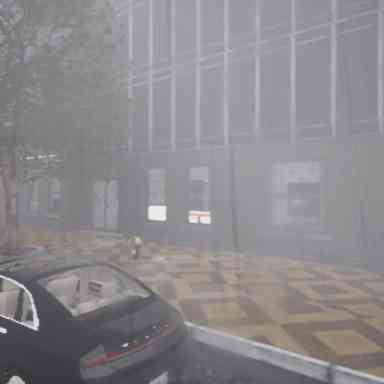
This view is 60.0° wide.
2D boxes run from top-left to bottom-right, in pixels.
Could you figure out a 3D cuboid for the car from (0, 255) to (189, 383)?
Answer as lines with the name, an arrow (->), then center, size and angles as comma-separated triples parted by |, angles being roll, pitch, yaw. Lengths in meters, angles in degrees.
car -> -2.091, 1.529, 4.361 | 4.403, 1.369, 2.008 | 0, 0, 35
